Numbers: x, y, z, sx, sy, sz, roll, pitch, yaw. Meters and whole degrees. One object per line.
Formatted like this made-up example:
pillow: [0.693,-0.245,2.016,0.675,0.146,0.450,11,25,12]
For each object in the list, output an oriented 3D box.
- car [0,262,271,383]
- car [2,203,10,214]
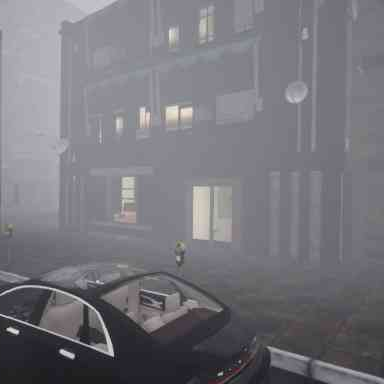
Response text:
car: [-1.294,1.550,3.935,4.403,1.369,2.008,0,1,35]
car: [-21.533,1.623,34.881,2.008,1.369,4.403,1,0,36]
